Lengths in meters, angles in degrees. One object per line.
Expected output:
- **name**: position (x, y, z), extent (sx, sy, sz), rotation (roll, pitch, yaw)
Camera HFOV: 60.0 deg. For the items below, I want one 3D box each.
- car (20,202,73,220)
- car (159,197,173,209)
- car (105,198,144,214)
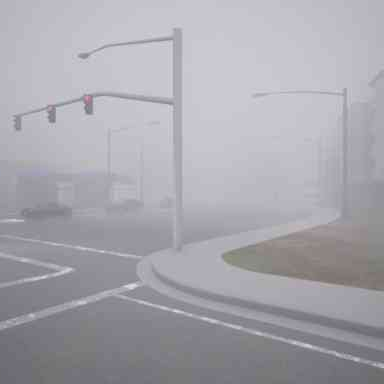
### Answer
- **car**: position (-12.428, 1.564, 28.604), extent (1.994, 1.385, 4.181), rotation (0, 0, 36)
- **car**: position (-3.069, 1.506, 45.807), extent (1.837, 1.490, 4.892), rotation (0, 0, 15)
- **car**: position (-7.251, 1.477, 36.087), extent (1.882, 1.535, 5.008), rotation (0, 0, 30)
